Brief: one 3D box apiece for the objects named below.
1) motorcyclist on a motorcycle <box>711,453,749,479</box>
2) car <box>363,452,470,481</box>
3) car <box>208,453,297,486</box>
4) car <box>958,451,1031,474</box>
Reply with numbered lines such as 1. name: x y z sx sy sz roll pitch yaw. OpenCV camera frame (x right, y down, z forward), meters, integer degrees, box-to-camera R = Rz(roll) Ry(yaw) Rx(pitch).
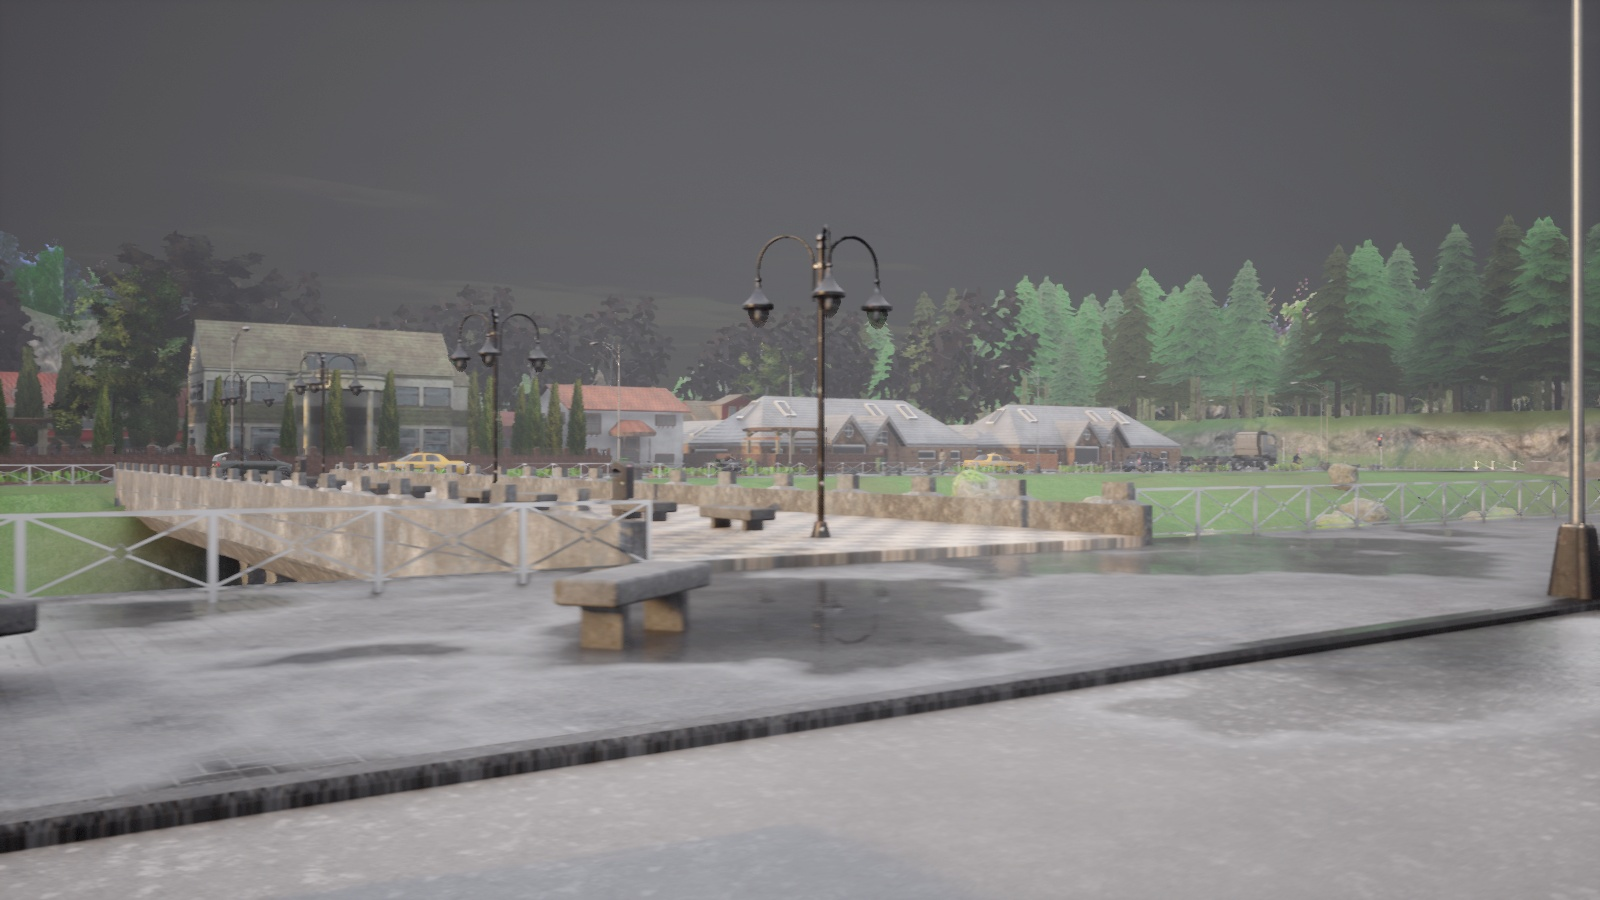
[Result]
1. motorcyclist on a motorcycle: -4.243 0.976 76.459 2.191 1.530 0.866 0 0 -35
2. car: -21.214 0.899 69.526 5.366 1.575 1.801 0 0 -35
3. car: -26.559 0.929 60.933 3.705 1.549 1.789 0 0 -35
4. car: 13.809 0.873 89.018 5.366 1.575 1.801 0 0 -35
